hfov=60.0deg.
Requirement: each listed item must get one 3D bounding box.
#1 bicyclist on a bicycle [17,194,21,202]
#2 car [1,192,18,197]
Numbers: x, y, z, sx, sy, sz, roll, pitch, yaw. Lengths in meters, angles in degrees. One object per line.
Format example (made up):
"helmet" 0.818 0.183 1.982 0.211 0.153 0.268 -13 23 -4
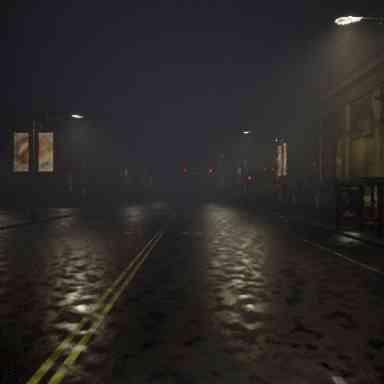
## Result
"bicyclist on a bicycle" -34.230 1.307 65.855 0.582 1.620 1.656 0 0 0
"car" -46.031 1.316 81.377 4.674 1.452 2.002 0 0 0
